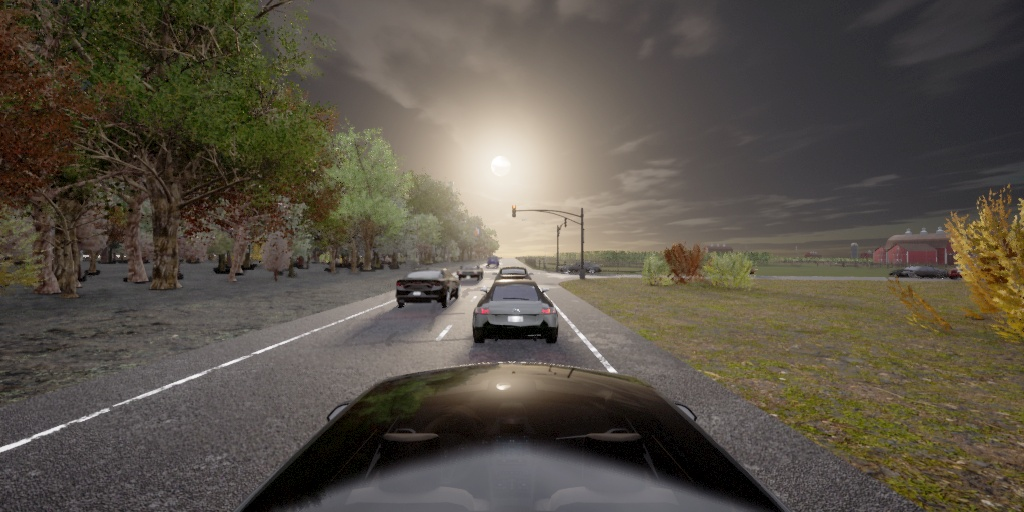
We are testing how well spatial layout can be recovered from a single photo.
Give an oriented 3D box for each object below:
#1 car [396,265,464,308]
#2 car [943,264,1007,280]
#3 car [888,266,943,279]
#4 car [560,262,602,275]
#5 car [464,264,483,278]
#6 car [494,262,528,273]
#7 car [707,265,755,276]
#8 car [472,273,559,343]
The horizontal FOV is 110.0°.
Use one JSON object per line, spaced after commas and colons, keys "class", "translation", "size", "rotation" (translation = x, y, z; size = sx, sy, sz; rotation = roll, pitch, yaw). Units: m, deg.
{"class": "car", "translation": [-3.436, 1.231, 15.408], "size": [1.882, 1.535, 5.008], "rotation": [0, -1, 0]}
{"class": "car", "translation": [48.806, 1.633, 37.413], "size": [4.553, 1.767, 2.097], "rotation": [1, -1, 0]}
{"class": "car", "translation": [46.494, 1.863, 40.976], "size": [5.357, 1.411, 2.033], "rotation": [1, -1, 1]}
{"class": "car", "translation": [8.104, 1.422, 42.322], "size": [4.892, 1.490, 1.837], "rotation": [1, 0, 17]}
{"class": "car", "translation": [-3.478, 1.357, 30.571], "size": [1.895, 1.301, 4.718], "rotation": [0, 0, 0]}
{"class": "car", "translation": [0.059, 1.259, 18.565], "size": [1.837, 1.490, 4.892], "rotation": [0, 0, 0]}
{"class": "car", "translation": [24.870, 1.680, 41.047], "size": [4.718, 1.301, 1.895], "rotation": [1, -1, 0]}
{"class": "car", "translation": [0.076, 1.316, 9.665], "size": [1.994, 1.385, 4.181], "rotation": [0, 0, 0]}
